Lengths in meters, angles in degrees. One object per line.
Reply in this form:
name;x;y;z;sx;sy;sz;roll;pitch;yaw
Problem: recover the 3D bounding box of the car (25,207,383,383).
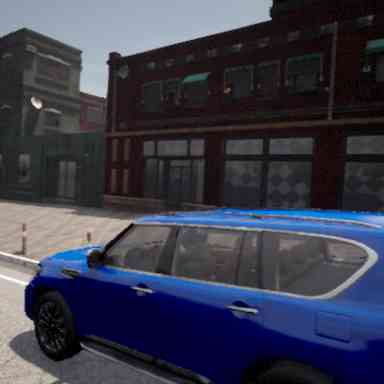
car;0.166;1.221;4.243;5.566;2.045;2.150;0;0;36
